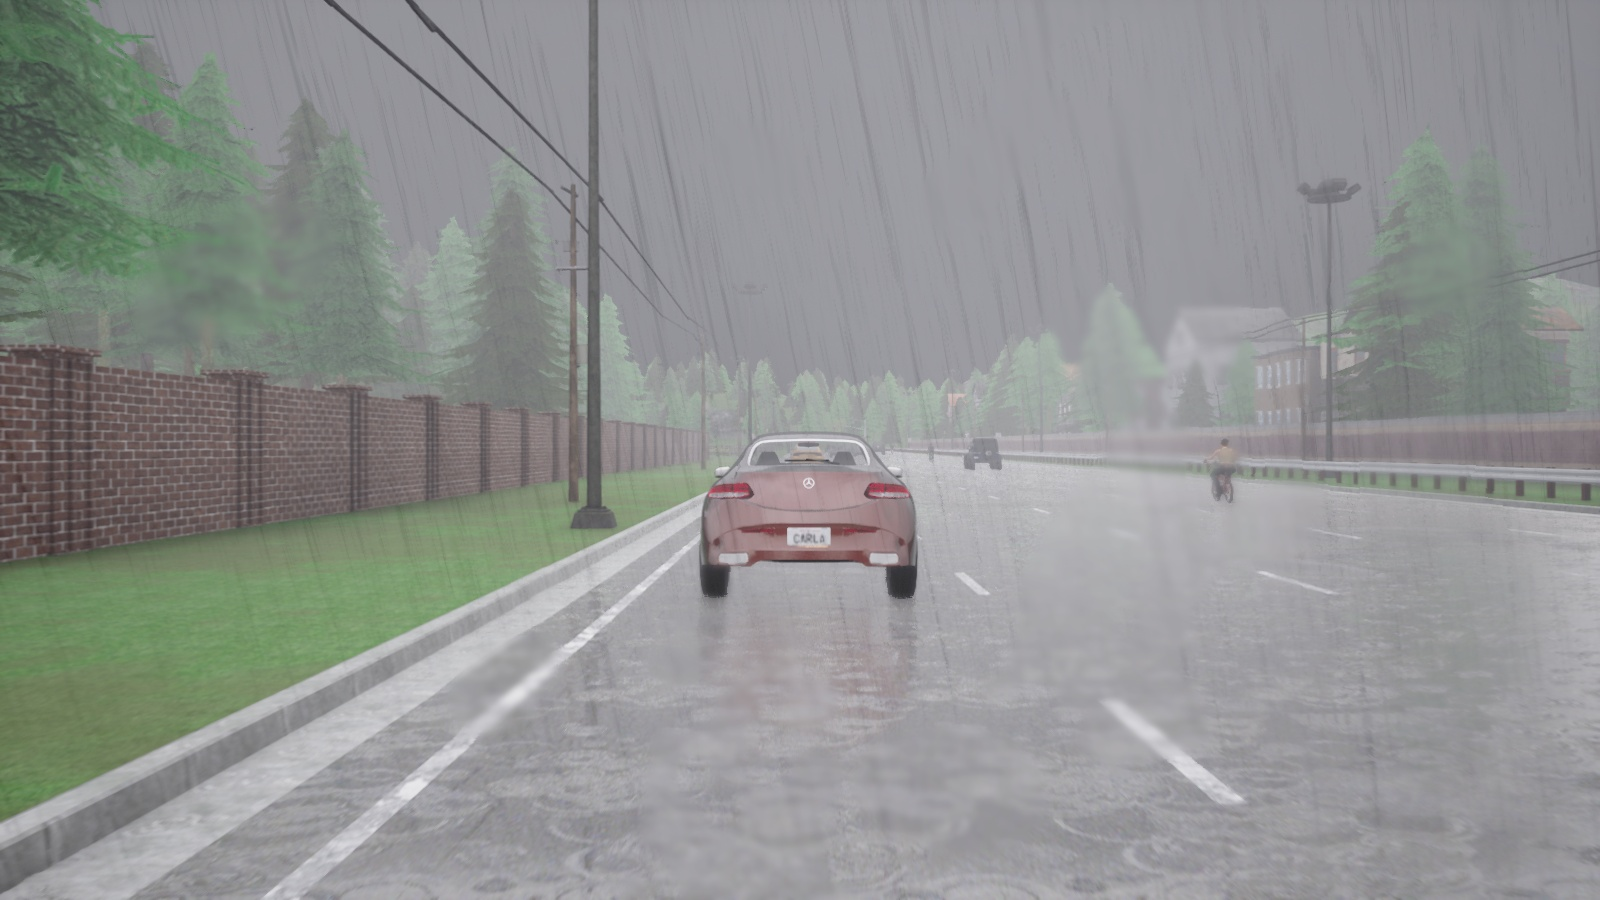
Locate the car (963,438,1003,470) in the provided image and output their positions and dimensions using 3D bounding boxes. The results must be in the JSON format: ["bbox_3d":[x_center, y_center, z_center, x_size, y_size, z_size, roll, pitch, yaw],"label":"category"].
[{"bbox_3d":[10.949,0.245,75.364,1.905,1.878,3.866,0,0,0],"label":"car"}]

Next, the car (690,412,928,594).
[{"bbox_3d":[0.095,0.469,13.912,2.152,1.651,5.027,0,0,0],"label":"car"}]

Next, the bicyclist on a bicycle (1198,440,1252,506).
[{"bbox_3d":[10.695,0.563,31.656,0.866,1.612,1.509,0,0,1],"label":"bicyclist on a bicycle"}]
